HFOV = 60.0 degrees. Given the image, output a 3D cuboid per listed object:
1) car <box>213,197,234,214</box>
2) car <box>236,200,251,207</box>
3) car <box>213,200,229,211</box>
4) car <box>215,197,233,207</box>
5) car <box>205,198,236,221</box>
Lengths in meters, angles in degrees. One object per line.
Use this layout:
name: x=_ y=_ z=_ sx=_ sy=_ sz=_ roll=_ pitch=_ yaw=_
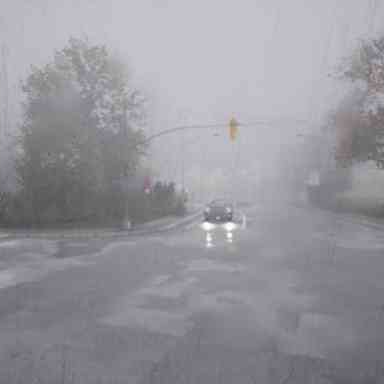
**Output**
car: x=3.473 y=1.460 z=36.949 sx=2.097 sy=1.767 sz=4.553 roll=-1 pitch=-1 yaw=5
car: x=9.850 y=2.164 z=64.874 sx=1.895 sy=1.301 sz=4.718 roll=-1 pitch=-1 yaw=-10
car: x=4.089 y=1.852 z=47.548 sx=2.033 sy=1.411 sz=5.357 roll=-1 pitch=-1 yaw=1
car: x=6.204 y=1.978 z=65.457 sx=2.097 sy=1.767 sz=4.553 roll=-1 pitch=-1 yaw=-13
car: x=2.240 y=1.346 z=26.934 sx=2.097 sy=1.767 sz=4.553 roll=-1 pitch=-1 yaw=8
